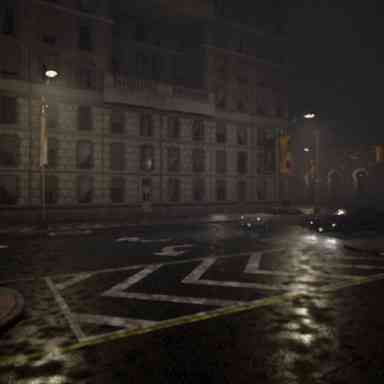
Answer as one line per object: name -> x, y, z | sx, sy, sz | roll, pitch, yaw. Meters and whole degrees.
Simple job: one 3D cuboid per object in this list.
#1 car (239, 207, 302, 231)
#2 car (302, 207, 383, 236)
car -> 5.199, 1.574, 20.157 | 4.718, 1.301, 1.895 | 0, 0, -30
car -> 8.857, 1.516, 18.209 | 5.357, 1.411, 2.033 | 0, 0, -29
